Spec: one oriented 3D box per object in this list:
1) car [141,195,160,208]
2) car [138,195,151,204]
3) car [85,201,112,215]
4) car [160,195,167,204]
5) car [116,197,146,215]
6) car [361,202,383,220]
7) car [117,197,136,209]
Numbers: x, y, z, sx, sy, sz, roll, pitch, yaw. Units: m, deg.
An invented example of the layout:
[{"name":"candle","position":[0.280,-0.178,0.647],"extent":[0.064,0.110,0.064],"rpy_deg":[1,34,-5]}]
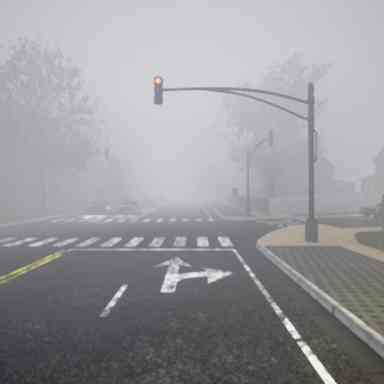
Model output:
[{"name":"car","position":[-6.513,1.567,50.582],"extent":[2.128,1.511,4.902],"rpy_deg":[0,0,0]},{"name":"car","position":[-9.654,1.472,67.818],"extent":[2.097,1.767,4.553],"rpy_deg":[0,0,0]},{"name":"car","position":[-9.795,1.612,35.027],"extent":[1.994,1.385,4.181],"rpy_deg":[0,0,0]},{"name":"car","position":[-6.399,1.493,68.901],"extent":[2.097,1.767,4.553],"rpy_deg":[0,0,0]},{"name":"car","position":[-6.546,1.596,35.009],"extent":[2.033,1.411,5.357],"rpy_deg":[0,0,0]},{"name":"car","position":[12.886,1.069,19.993],"extent":[4.718,1.301,1.895],"rpy_deg":[-2,-1,-6]},{"name":"car","position":[-9.760,1.579,50.079],"extent":[1.837,1.490,4.892],"rpy_deg":[0,1,0]}]
